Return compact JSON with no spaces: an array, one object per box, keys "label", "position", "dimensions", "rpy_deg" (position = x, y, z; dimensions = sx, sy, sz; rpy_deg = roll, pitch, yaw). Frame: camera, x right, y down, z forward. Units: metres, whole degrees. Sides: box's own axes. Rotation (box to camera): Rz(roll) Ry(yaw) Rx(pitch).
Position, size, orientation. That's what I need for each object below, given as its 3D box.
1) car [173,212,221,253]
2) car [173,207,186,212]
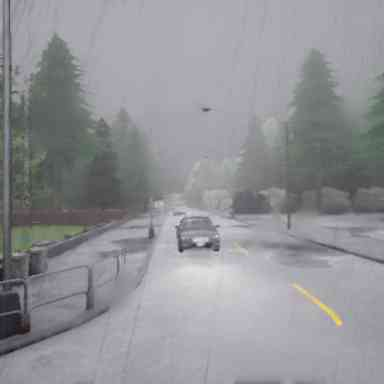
[{"label":"car","position":[0.218,1.949,16.086],"dimensions":[2.128,1.511,4.902],"rpy_deg":[-1,-2,-3]},{"label":"car","position":[-1.984,3.052,52.592],"dimensions":[1.812,1.442,4.674],"rpy_deg":[-1,-1,-3]}]
